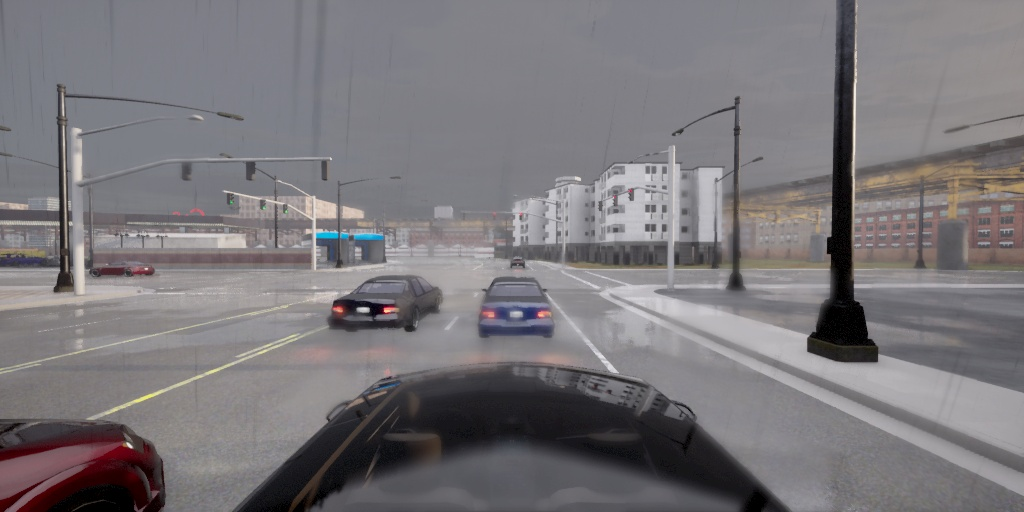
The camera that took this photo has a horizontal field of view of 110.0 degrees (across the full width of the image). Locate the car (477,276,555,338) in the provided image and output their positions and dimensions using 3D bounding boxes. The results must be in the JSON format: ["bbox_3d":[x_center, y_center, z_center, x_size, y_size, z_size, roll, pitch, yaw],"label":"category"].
[{"bbox_3d":[0.092,1.279,10.120,2.033,1.411,5.357,0,0,0],"label":"car"}]

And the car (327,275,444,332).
[{"bbox_3d":[-3.404,1.274,10.724,2.033,1.411,5.357,0,0,0],"label":"car"}]

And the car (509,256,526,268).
[{"bbox_3d":[0.717,0.772,46.115,1.837,1.490,4.892,0,1,0],"label":"car"}]

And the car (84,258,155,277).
[{"bbox_3d":[-33.648,1.084,30.979,4.181,1.385,1.994,0,1,-1],"label":"car"}]

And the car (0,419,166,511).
[{"bbox_3d":[-3.395,1.314,0.727,1.994,1.385,4.181,0,0,0],"label":"car"}]
